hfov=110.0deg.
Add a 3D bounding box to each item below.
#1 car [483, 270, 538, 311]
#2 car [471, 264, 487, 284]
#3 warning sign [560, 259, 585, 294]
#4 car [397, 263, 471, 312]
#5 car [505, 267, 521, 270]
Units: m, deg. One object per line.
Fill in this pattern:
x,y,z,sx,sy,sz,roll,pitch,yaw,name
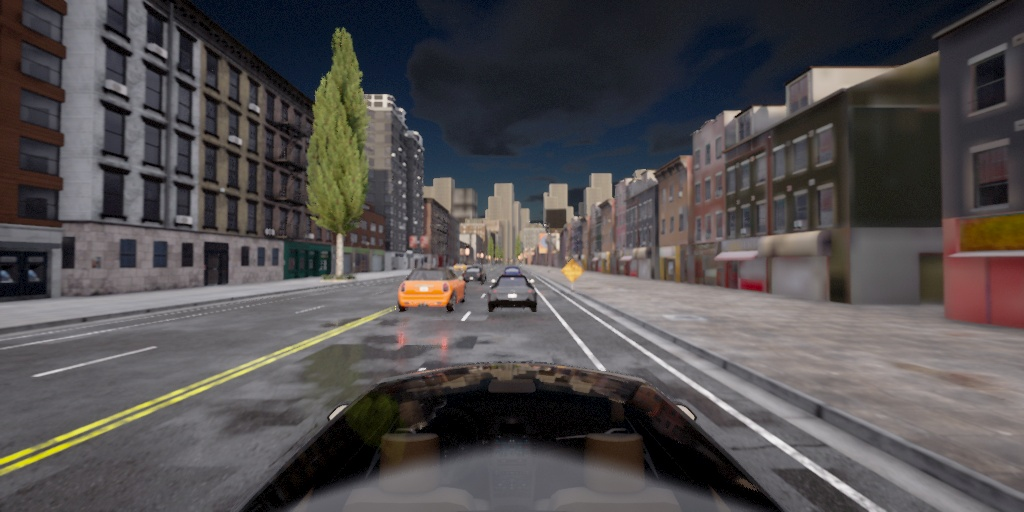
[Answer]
0.031,1.478,15.342,1.994,1.385,4.181,0,-1,0,car
-3.203,1.638,30.770,1.812,1.442,4.674,0,-1,0,car
3.241,1.078,19.188,1.300,1.860,1.060,0,0,0,warning sign
-3.219,1.264,15.300,2.097,1.767,4.553,0,-1,0,car
0.048,1.638,30.764,1.812,1.442,4.674,0,-1,1,car
